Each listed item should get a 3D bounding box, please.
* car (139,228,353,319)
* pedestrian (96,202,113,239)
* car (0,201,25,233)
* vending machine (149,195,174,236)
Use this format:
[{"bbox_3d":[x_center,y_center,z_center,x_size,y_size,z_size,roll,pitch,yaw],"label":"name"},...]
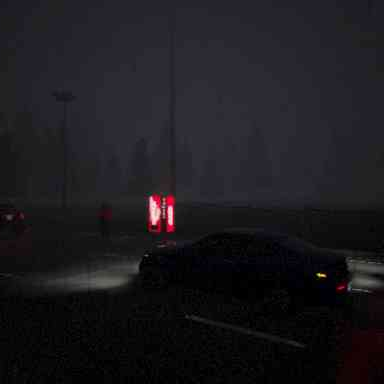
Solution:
[{"bbox_3d":[0.952,1.524,7.326,4.674,1.442,1.812,0,0,34],"label":"car"},{"bbox_3d":[-4.078,1.288,15.506,0.375,1.860,0.375,0,0,28],"label":"pedestrian"},{"bbox_3d":[-11.266,1.344,17.924,4.553,1.767,2.097,0,0,25],"label":"car"},{"bbox_3d":[-1.610,1.190,17.772,0.880,2.100,1.100,0,0,29],"label":"vending machine"}]
